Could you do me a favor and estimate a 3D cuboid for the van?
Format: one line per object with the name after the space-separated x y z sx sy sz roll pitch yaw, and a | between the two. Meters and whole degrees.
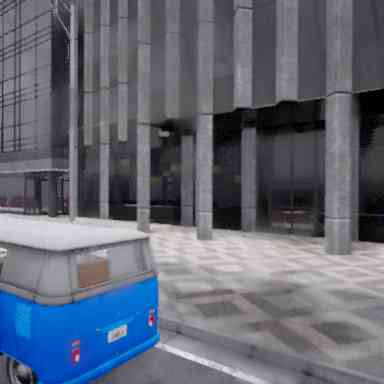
-2.325 1.306 4.739 3.998 1.788 1.690 1 0 35 | van
